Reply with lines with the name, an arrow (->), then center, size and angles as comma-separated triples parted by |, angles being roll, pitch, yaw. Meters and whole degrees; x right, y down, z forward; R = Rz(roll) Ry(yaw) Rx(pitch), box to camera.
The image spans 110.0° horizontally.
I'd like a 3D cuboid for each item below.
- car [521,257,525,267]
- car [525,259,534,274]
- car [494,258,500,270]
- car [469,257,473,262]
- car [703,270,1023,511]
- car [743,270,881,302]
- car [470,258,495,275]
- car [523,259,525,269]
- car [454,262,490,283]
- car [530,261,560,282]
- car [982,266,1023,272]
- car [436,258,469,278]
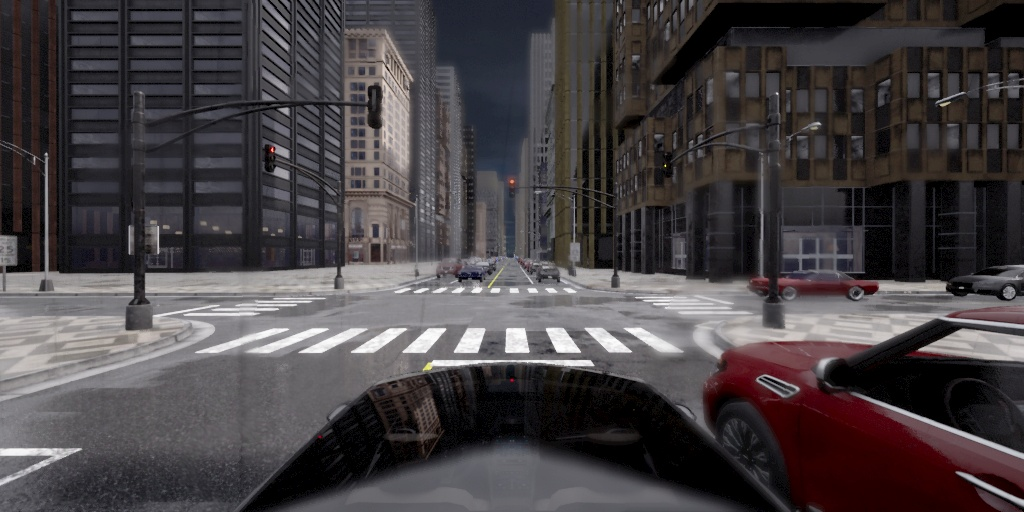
car -> 2.782, 1.198, 56.391 | 1.967, 1.591, 4.097 | 0, 0, 0
car -> 2.776, 1.303, 39.469 | 2.007, 1.370, 4.403 | 0, 0, 0
car -> -3.076, 1.303, 48.784 | 2.033, 1.411, 5.357 | 0, 0, 0
car -> -5.749, 1.193, 39.464 | 1.967, 1.591, 4.097 | 0, 0, 0
car -> 2.762, 1.065, 1.215 | 2.192, 1.841, 5.009 | 0, 0, 0
car -> 13.524, 1.314, 16.361 | 4.718, 1.301, 1.895 | 0, 0, 0
car -> -3.087, 1.278, 38.415 | 1.812, 1.442, 4.674 | 0, 0, 0
car -> 2.778, 1.299, 45.110 | 1.888, 1.381, 4.507 | 0, 0, 0
car -> -3.090, 1.352, 28.447 | 1.895, 1.301, 4.718 | 0, 0, 0
car -> 2.772, 1.301, 28.188 | 2.007, 1.370, 4.403 | 0, 0, 0
car -> 22.959, 1.197, 16.404 | 4.892, 1.490, 1.837 | 0, 0, 0
car -> -5.751, 1.066, 33.822 | 2.192, 1.841, 5.009 | 0, 0, 0
